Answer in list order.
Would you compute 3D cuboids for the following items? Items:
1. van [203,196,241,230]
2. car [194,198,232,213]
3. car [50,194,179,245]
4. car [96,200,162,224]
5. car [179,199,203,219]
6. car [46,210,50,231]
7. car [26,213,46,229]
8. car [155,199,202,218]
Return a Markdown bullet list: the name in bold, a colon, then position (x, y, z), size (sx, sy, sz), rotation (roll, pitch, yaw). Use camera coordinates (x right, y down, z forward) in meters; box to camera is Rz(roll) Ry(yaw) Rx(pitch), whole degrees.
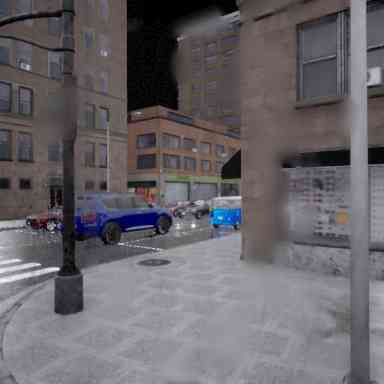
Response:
- **van**: position (2.608, 1.145, 19.338), size (1.690, 1.788, 3.998), rotation (0, 1, 36)
- **car**: position (2.151, 1.321, 33.223), size (1.802, 1.307, 4.206), rotation (0, 1, 36)
- **car**: position (-3.230, 1.101, 15.213), size (2.150, 2.045, 5.566), rotation (0, 0, 33)
- **car**: position (-4.408, 1.370, 24.199), size (1.752, 1.417, 4.829), rotation (0, 1, 36)
- **car**: position (0.756, 1.311, 26.623), size (1.812, 1.442, 4.674), rotation (0, 0, 36)
- **car**: position (-5.139, 1.358, 18.529), size (1.882, 1.535, 5.008), rotation (0, 0, 35)
- **car**: position (-7.538, 1.441, 19.894), size (1.887, 1.381, 4.507), rotation (0, 1, 36)
- **car**: position (-1.078, 1.373, 28.781), size (1.802, 1.307, 4.206), rotation (0, 1, 36)
